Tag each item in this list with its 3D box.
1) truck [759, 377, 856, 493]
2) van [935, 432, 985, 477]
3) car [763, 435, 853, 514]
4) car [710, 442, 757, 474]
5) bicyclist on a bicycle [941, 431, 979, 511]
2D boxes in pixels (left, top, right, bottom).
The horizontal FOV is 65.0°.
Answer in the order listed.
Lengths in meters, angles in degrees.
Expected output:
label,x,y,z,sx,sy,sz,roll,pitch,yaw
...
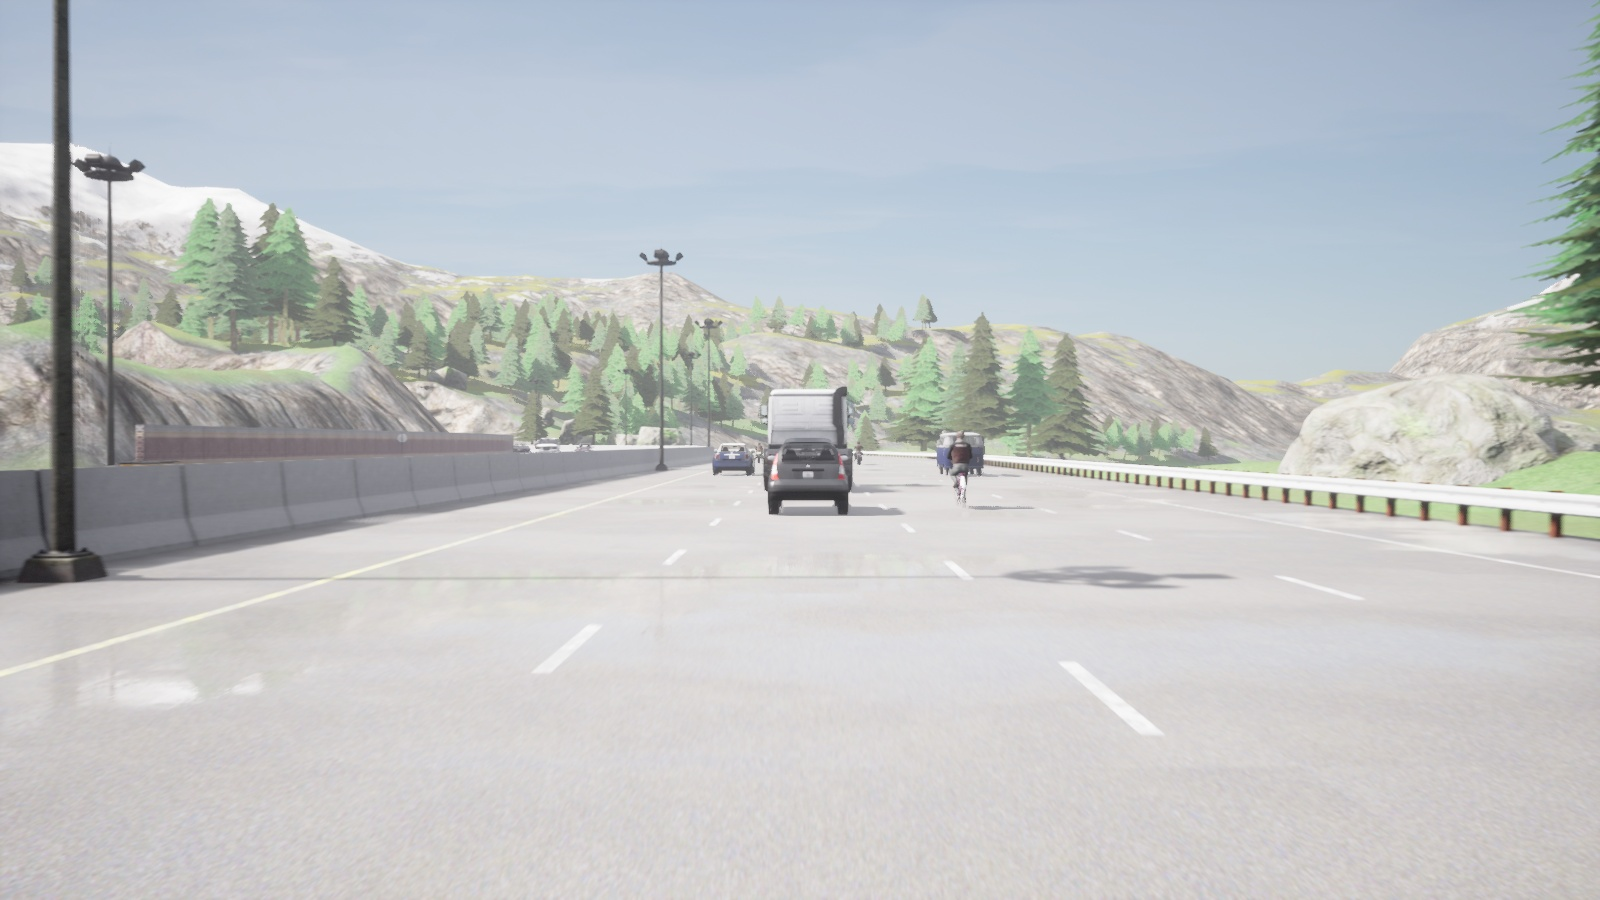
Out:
label,x,y,z,sx,sy,sz,roll,pitch,yaw
truck,0.252,-0.465,41.303,2.891,3.462,7.936,0,0,0
van,7.348,0.182,57.988,1.775,1.987,4.442,0,0,0
car,0.174,0.491,27.656,1.851,1.617,3.988,0,0,0
car,-3.138,0.376,59.909,1.970,1.475,3.806,0,0,0
bicyclist on a bicycle,3.681,0.459,28.971,0.659,1.776,1.843,0,1,0
